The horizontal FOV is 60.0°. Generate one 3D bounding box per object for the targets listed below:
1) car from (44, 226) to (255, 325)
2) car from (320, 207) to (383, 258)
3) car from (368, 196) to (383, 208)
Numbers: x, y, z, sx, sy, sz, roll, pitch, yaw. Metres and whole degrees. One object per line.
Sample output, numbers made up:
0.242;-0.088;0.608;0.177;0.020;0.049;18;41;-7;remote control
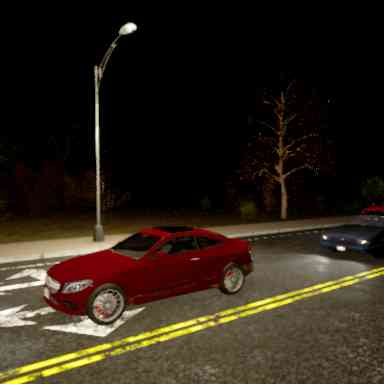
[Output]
-0.656;1.514;7.194;4.674;1.442;1.812;0;0;-36;car
7.212;1.514;12.790;5.357;1.411;2.033;0;0;-35;car
12.771;1.219;20.634;5.566;2.045;2.150;0;0;-35;car
